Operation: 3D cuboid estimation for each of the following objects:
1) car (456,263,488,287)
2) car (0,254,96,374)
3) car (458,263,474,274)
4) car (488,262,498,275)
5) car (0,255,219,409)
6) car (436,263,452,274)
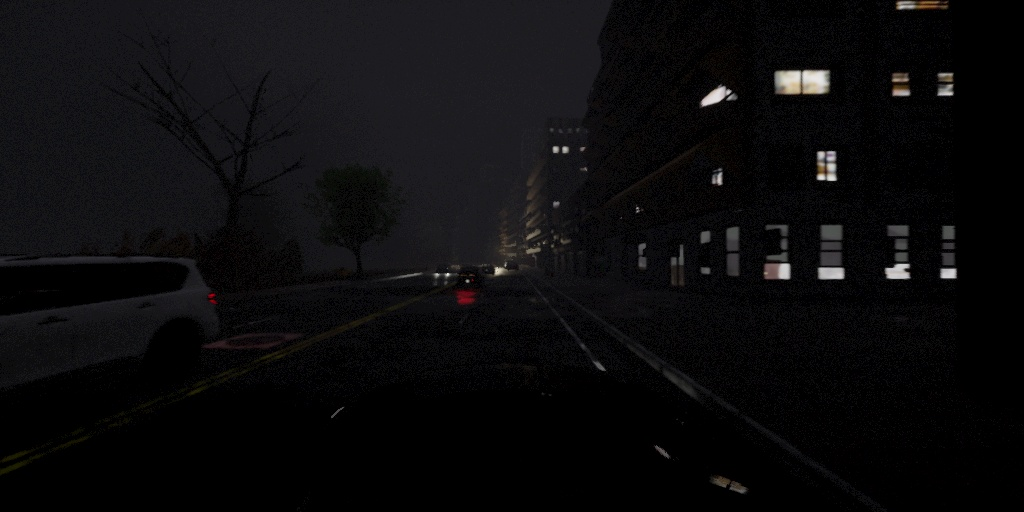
[{"bbox_3d":[-3.148,1.540,27.871,1.837,1.490,4.892,0,0,0],"label":"car"},{"bbox_3d":[-9.848,0.995,4.766,2.150,2.045,5.566,0,0,0],"label":"car"},{"bbox_3d":[-6.832,1.793,53.391,1.882,1.535,5.008,0,-1,-1],"label":"car"},{"bbox_3d":[-3.317,1.827,48.540,1.994,1.385,4.181,0,-1,-1],"label":"car"},{"bbox_3d":[-6.602,0.995,4.448,2.150,2.045,5.566,0,0,-1],"label":"car"},{"bbox_3d":[-10.082,1.817,53.314,1.837,1.490,4.892,0,0,-1],"label":"car"}]
